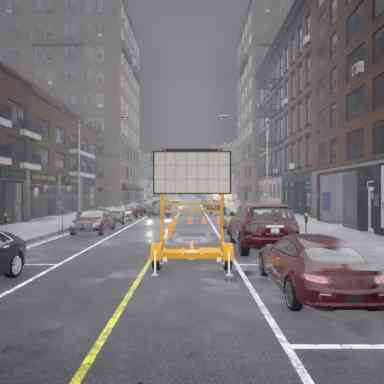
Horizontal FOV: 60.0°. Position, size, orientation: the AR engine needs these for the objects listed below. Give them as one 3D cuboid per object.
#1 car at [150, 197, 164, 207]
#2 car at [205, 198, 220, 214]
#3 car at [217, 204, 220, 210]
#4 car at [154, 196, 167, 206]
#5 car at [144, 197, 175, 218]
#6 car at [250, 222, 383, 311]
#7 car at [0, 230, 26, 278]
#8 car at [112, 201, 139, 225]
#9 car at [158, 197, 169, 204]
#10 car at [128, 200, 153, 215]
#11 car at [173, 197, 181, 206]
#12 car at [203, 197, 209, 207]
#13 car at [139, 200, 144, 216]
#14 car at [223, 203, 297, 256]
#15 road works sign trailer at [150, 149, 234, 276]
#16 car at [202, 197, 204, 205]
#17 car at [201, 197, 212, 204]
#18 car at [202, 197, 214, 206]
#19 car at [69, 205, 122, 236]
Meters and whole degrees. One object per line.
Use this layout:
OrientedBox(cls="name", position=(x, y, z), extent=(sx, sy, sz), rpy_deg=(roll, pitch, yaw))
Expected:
OrientedBox(cls="car", position=(-5.370, 1.535, 51.419), extent=(1.752, 1.417, 4.829), rpy_deg=(0, 0, 0))
OrientedBox(cls="car", position=(2.649, 1.583, 35.035), extent=(1.802, 1.307, 4.206), rpy_deg=(0, 0, 0))
OrientedBox(cls="car", position=(2.639, 1.525, 18.648), extent=(1.752, 1.417, 4.829), rpy_deg=(0, 0, 0))
OrientedBox(cls="car", position=(-5.368, 1.454, 57.109), extent=(1.967, 1.590, 4.097), rpy_deg=(0, 0, 0))
OrientedBox(cls="car", position=(-2.838, 1.505, 29.748), extent=(1.837, 1.490, 4.892), rpy_deg=(0, 0, 0))
OrientedBox(cls="car", position=(2.639, 1.582, 7.443), extent=(1.802, 1.307, 4.206), rpy_deg=(0, 0, 0))
OrientedBox(cls="car", position=(-5.386, 1.551, 7.439), extent=(2.008, 1.369, 4.403), rpy_deg=(0, 0, 0))
OrientedBox(cls="car", position=(-5.380, 1.551, 23.996), extent=(2.008, 1.369, 4.403), rpy_deg=(0, 0, 0))
OrientedBox(cls="car", position=(-5.366, 1.601, 62.628), extent=(1.802, 1.307, 4.206), rpy_deg=(0, 0, 0))
OrientedBox(cls="car", position=(-5.376, 1.567, 35.034), extent=(1.947, 1.339, 4.313), rpy_deg=(0, 0, 0))
OrientedBox(cls="car", position=(-2.731, 1.490, 54.650), extent=(1.882, 1.535, 5.008), rpy_deg=(0, 0, 0))
OrientedBox(cls="car", position=(2.651, 1.584, 40.553), extent=(1.802, 1.307, 4.206), rpy_deg=(0, 0, 0))
OrientedBox(cls="car", position=(-5.378, 1.545, 29.515), extent=(1.887, 1.381, 4.507), rpy_deg=(0, 0, 0))
OrientedBox(cls="car", position=(2.642, 1.315, 12.962), extent=(2.192, 1.841, 5.009), rpy_deg=(0, 0, 0))
OrientedBox(cls="road works sign trailer", position=(0.003, 0.464, 10.330), extent=(2.380, 3.560, 2.880), rpy_deg=(0, 0, 0))
OrientedBox(cls="car", position=(2.653, 1.531, 46.241), extent=(1.752, 1.417, 4.829), rpy_deg=(0, 0, 0))
OrientedBox(cls="car", position=(2.659, 1.585, 62.626), extent=(1.947, 1.339, 4.313), rpy_deg=(0, 0, 0))
OrientedBox(cls="car", position=(2.657, 1.596, 57.107), extent=(1.802, 1.307, 4.206), rpy_deg=(0, 0, 0))
OrientedBox(cls="car", position=(-5.382, 1.582, 18.477), extent=(1.802, 1.307, 4.206), rpy_deg=(0, 0, 0))
